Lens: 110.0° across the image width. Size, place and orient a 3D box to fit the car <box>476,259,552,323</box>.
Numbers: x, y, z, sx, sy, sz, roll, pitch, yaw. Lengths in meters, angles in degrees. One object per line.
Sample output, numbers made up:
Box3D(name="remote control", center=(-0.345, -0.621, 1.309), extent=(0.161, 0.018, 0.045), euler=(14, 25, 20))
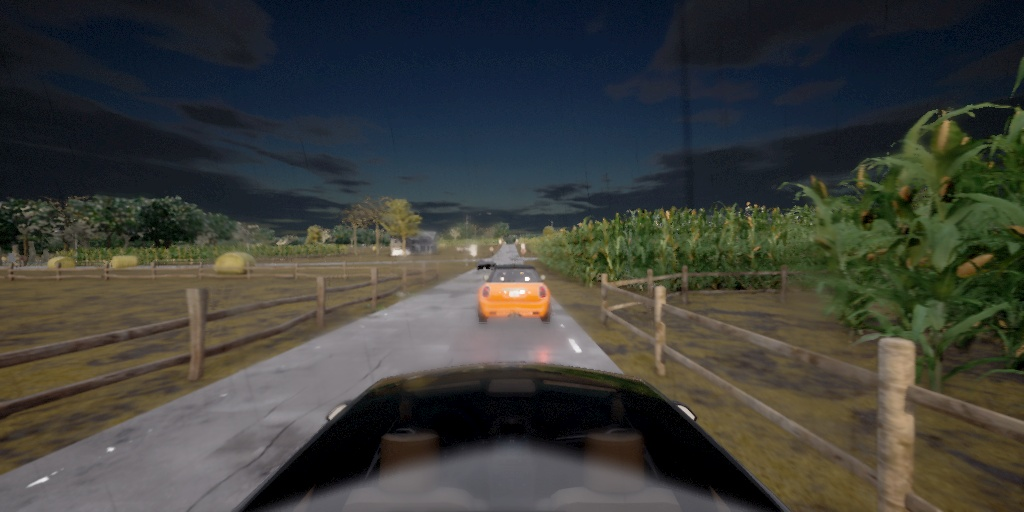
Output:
Box3D(name="car", center=(0.081, 1.034, 11.943), extent=(2.097, 1.767, 4.553), euler=(0, 1, 0))

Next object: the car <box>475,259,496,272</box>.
Box3D(name="car", center=(-2.849, 0.994, 39.519), extent=(1.895, 1.301, 4.718), euler=(0, 1, 0))
